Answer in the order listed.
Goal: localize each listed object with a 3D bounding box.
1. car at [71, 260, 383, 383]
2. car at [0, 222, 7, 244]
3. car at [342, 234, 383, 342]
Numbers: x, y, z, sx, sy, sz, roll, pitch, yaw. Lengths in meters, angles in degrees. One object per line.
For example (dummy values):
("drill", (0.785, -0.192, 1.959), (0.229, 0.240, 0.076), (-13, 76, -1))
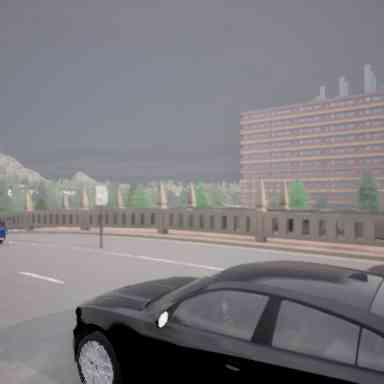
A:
("car", (0.804, 1.480, 3.418), (5.008, 1.535, 1.882), (0, 0, 36))
("car", (-10.903, 1.820, 16.074), (5.008, 1.535, 1.882), (-4, -2, 35))
("car", (4.690, 1.561, 4.945), (4.181, 1.385, 1.994), (0, 0, 36))
